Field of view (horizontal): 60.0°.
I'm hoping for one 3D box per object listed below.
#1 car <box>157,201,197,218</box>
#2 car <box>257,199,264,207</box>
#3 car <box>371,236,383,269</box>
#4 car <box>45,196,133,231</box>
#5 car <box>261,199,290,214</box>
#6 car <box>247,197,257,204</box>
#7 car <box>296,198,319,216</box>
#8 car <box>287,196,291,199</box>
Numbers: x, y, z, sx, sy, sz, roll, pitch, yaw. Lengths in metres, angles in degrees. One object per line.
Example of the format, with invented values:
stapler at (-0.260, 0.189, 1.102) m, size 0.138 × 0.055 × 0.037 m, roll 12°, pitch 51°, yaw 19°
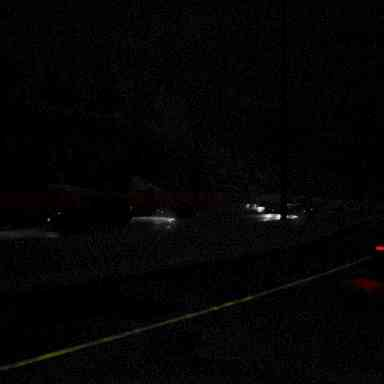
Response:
car at (-1.407, 1.651, 32.826) m, size 1.837 × 1.490 × 4.892 m, roll 1°, pitch 0°, yaw 35°
car at (12.858, 1.909, 57.740) m, size 1.895 × 1.301 × 4.718 m, roll 0°, pitch 0°, yaw 16°
car at (7.340, 1.621, 10.474) m, size 2.033 × 1.411 × 5.357 m, roll 0°, pitch 0°, yaw 45°
car at (-6.483, 1.299, 21.649) m, size 5.566 × 2.045 × 2.150 m, roll 0°, pitch 0°, yaw -44°
car at (9.637, 1.770, 37.826) m, size 1.994 × 1.385 × 4.181 m, roll 0°, pitch 0°, yaw 26°
car at (13.173, 1.898, 72.191) m, size 1.812 × 1.442 × 4.674 m, roll 0°, pitch 0°, yaw 15°
car at (12.264, 1.709, 35.279) m, size 1.837 × 1.490 × 4.892 m, roll 0°, pitch 0°, yaw 27°
car at (21.660, 1.780, 76.817) m, size 1.837 × 1.490 × 4.892 m, roll 0°, pitch 0°, yaw 15°
